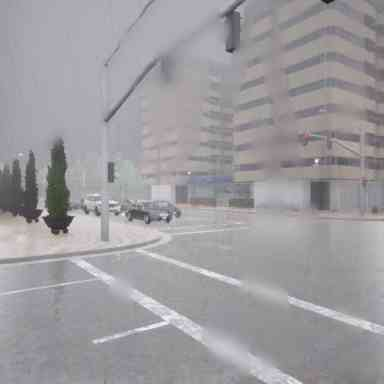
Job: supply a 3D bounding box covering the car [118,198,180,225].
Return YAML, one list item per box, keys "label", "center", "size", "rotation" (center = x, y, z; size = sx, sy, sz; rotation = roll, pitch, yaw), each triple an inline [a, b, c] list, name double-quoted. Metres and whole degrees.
- label: "car"
  center: [-3.296, 1.491, 24.684]
  size: [2.128, 1.511, 4.902]
  rotation: [0, 0, -35]

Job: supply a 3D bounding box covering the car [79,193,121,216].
- label: "car"
  center: [-8.956, 1.222, 32.767]
  size: [2.150, 2.045, 5.566]
  rotation: [0, 0, -35]

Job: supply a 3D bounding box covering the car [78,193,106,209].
- label: "car"
  center: [-13.834, 1.221, 45.878]
  size: [2.150, 2.045, 5.566]
  rotation: [0, 0, -34]

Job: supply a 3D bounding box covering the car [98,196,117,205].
- label: "car"
  center: [-15.554, 1.526, 60.837]
  size: [1.812, 1.442, 4.674]
  rotation: [0, 0, -35]

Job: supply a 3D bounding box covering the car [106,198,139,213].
- label: "car"
  center: [-7.926, 1.505, 37.401]
  size: [1.837, 1.490, 4.892]
  rotation: [0, 0, -35]

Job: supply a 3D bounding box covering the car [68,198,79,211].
- label: "car"
  center: [-14.576, 1.526, 40.789]
  size: [1.812, 1.442, 4.674]
  rotation: [0, 0, -35]

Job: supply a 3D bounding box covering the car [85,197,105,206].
- label: "car"
  center: [-16.401, 1.564, 55.948]
  size: [1.994, 1.385, 4.181]
  rotation: [0, 0, -35]
